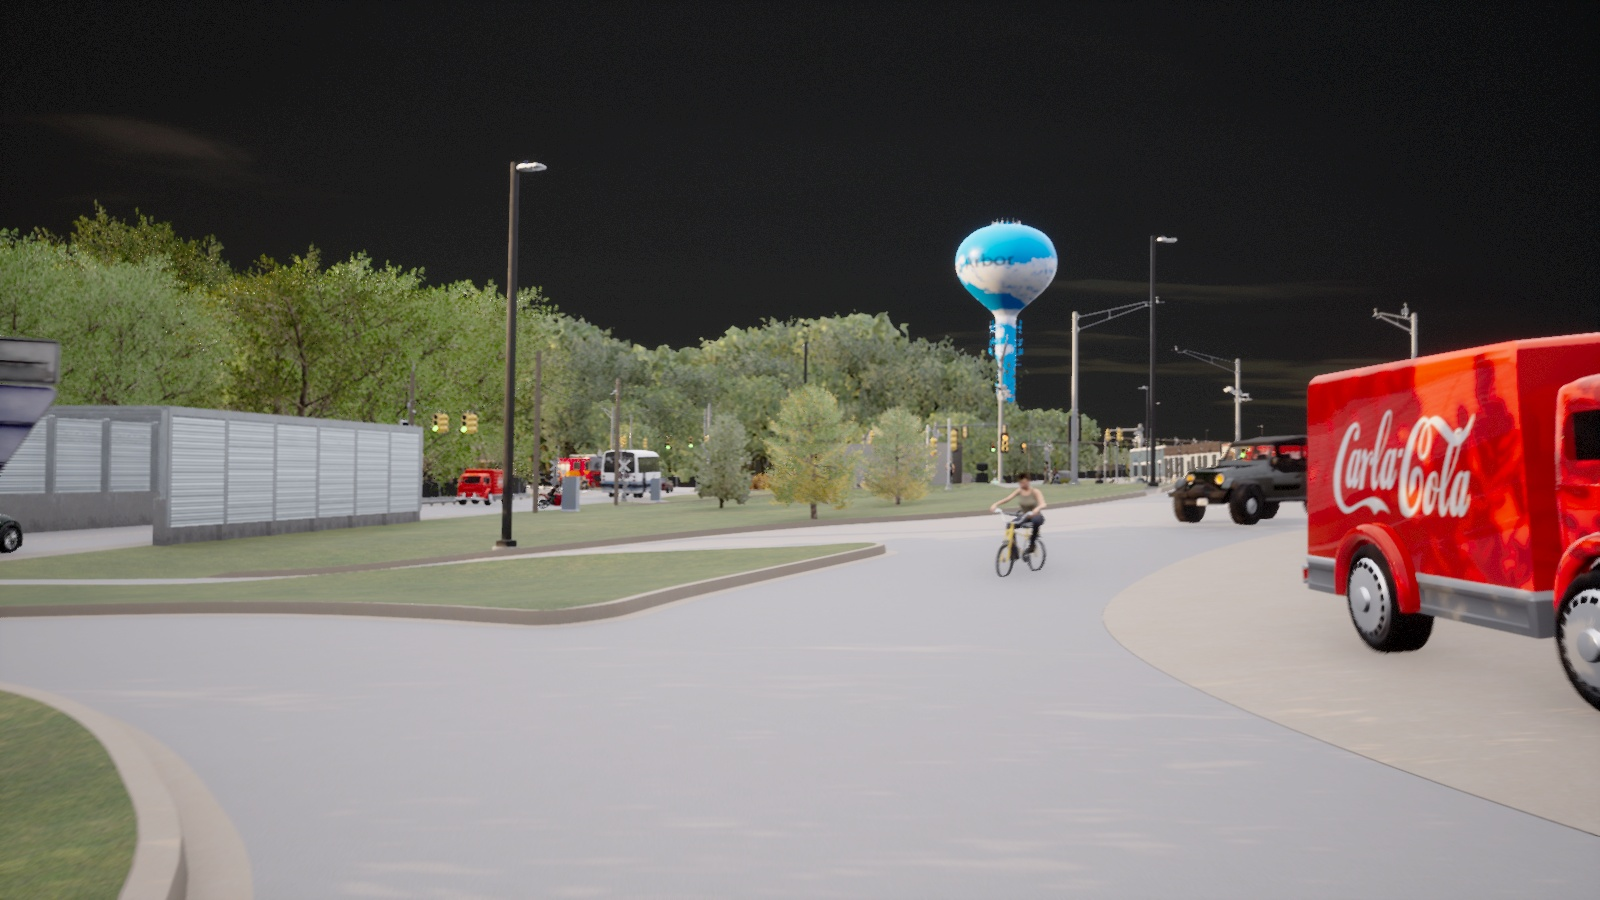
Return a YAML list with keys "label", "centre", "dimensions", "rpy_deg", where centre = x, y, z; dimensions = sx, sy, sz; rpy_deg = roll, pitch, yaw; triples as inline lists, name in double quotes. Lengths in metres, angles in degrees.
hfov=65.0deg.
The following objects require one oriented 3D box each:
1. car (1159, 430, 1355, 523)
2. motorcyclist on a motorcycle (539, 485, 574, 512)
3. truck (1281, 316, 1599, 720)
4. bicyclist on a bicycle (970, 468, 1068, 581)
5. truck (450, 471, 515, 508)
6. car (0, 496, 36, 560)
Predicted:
- label: "car"
  centre: [10.043, 0.564, 27.584]
  dimensions: [3.866, 1.878, 1.905]
  rpy_deg: [-1, -1, -29]
- label: "motorcyclist on a motorcycle"
  centre: [-14.701, 2.922, 75.807]
  dimensions: [2.044, 1.523, 0.797]
  rpy_deg: [-1, -1, -10]
- label: "truck"
  centre: [6.101, 0.346, 9.469]
  dimensions: [2.627, 2.467, 5.204]
  rpy_deg: [-5, -1, -2]
- label: "bicyclist on a bicycle"
  centre: [3.444, 1.128, 19.721]
  dimensions: [0.866, 1.612, 1.509]
  rpy_deg: [1, 3, 40]
- label: "truck"
  centre: [-21.857, 2.709, 86.780]
  dimensions: [2.627, 2.467, 5.204]
  rpy_deg: [0, -1, 7]
- label: "car"
  centre: [-23.612, 2.208, 34.669]
  dimensions: [2.097, 1.767, 4.553]
  rpy_deg: [0, -1, 2]
